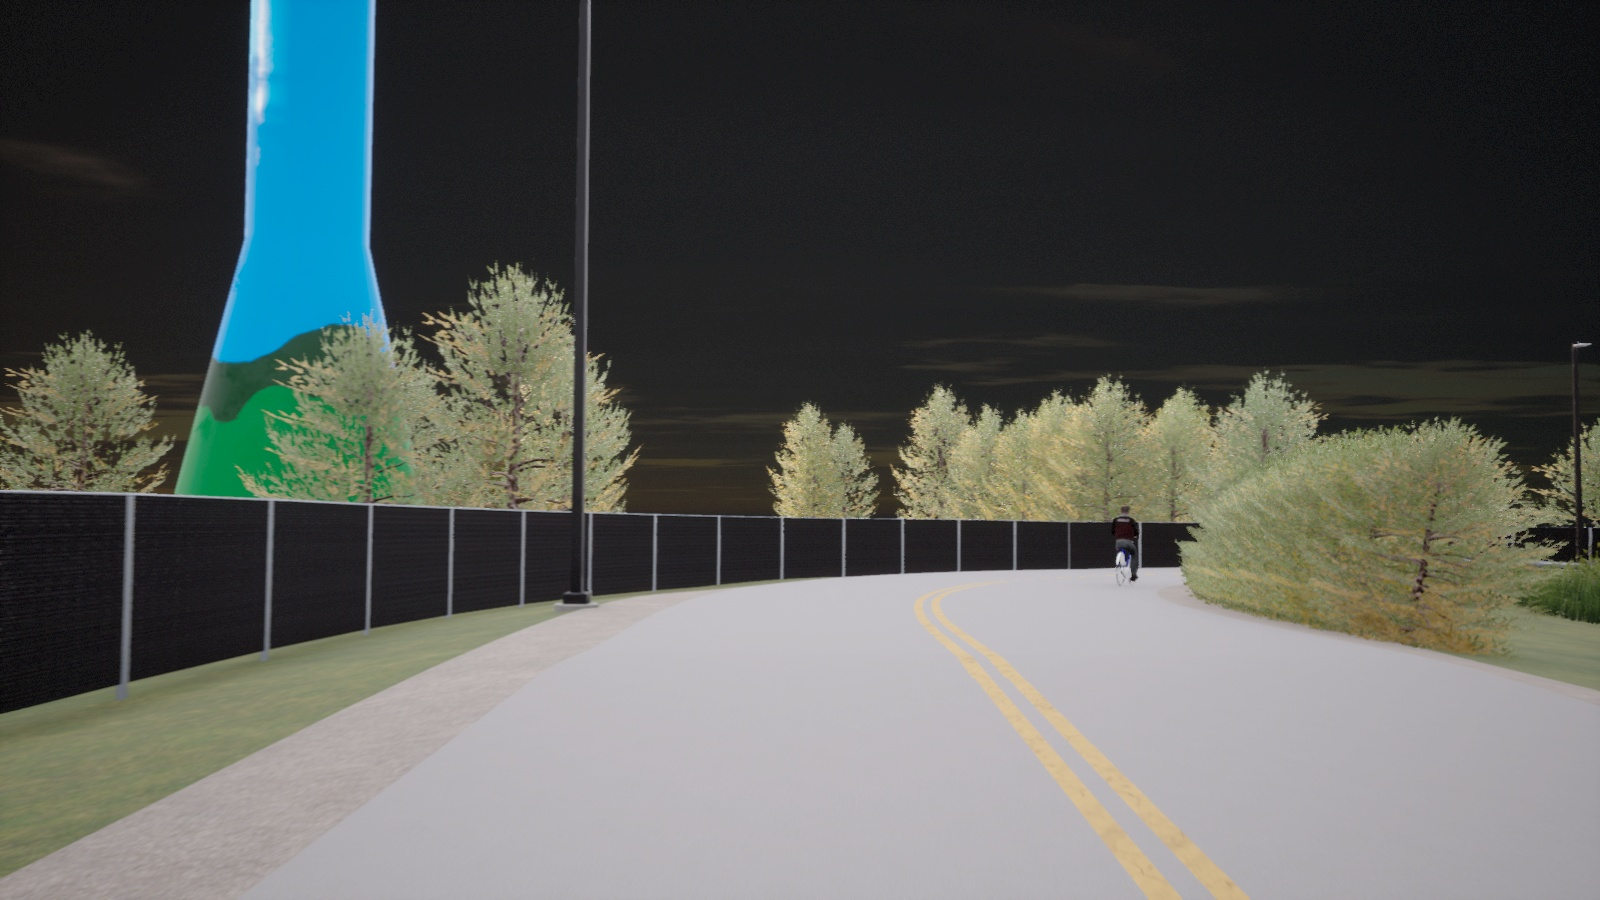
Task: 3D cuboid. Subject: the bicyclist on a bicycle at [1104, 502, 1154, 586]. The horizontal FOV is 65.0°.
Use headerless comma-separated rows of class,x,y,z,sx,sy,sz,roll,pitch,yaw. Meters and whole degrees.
bicyclist on a bicycle,7.208,2.039,27.482,0.659,1.776,1.843,-1,-4,28
